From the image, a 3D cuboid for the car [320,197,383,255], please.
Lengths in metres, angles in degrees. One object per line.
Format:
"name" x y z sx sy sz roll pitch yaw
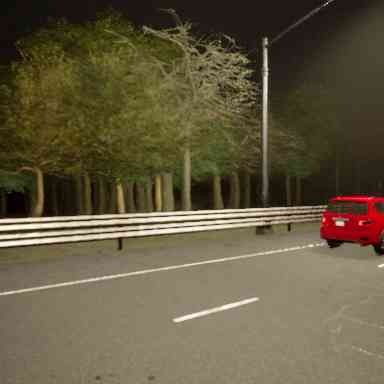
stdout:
"car" 7.495 1.220 13.439 5.566 2.045 2.150 0 0 -35
